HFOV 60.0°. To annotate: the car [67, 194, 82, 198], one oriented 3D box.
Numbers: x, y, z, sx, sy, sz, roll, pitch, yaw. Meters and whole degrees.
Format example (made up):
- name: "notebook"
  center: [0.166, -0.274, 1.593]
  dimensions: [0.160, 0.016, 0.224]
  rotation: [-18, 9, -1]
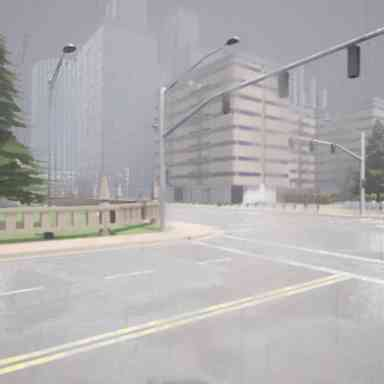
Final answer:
- name: "car"
  center: [-19.536, 1.262, 54.614]
  dimensions: [2.150, 2.045, 5.566]
  rotation: [0, -1, -35]
